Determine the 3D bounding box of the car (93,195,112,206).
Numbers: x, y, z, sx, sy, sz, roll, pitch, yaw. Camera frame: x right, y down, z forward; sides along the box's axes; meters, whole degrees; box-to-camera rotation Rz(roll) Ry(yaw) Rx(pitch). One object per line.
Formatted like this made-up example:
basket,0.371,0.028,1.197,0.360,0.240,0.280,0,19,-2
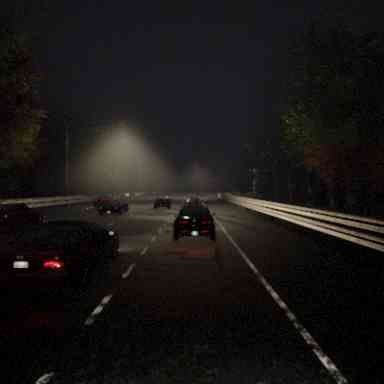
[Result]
car,-10.380,1.155,40.073,1.882,1.535,5.008,0,1,0

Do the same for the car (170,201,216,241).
car,0.108,1.377,15.747,1.837,1.490,4.892,0,1,0

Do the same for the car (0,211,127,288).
car,-3.394,1.473,9.105,2.033,1.411,5.357,0,0,0

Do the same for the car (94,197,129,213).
car,-6.884,1.361,29.726,1.895,1.301,4.718,0,0,0

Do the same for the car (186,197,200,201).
car,0.117,1.267,34.853,2.033,1.411,5.357,0,0,0

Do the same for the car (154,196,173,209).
car,-3.380,1.177,39.138,2.128,1.511,4.902,0,1,0

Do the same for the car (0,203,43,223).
car,-10.390,1.369,19.308,1.812,1.442,4.674,0,1,0
